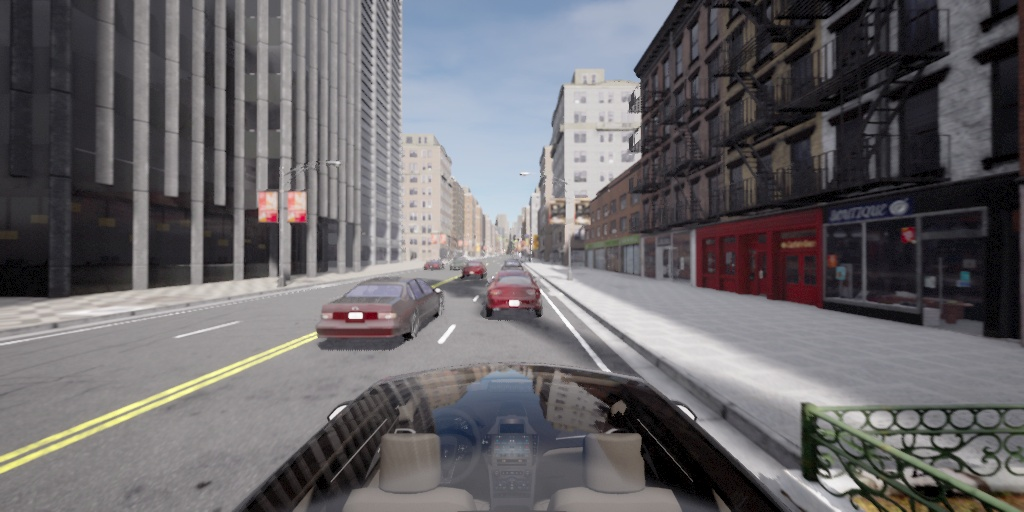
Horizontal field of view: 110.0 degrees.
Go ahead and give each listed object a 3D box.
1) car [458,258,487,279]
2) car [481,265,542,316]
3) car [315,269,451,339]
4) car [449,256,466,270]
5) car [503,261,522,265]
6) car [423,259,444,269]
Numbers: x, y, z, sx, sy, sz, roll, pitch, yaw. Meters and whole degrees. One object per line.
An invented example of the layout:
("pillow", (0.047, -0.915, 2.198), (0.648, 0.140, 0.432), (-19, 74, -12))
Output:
("car", (-3.201, 1.145, 30.871), (1.812, 1.442, 4.674), (0, 0, 0))
("car", (0.066, 1.228, 13.031), (1.812, 1.442, 4.674), (0, 0, 0))
("car", (-3.197, 1.264, 9.873), (2.033, 1.411, 5.357), (0, 0, 0))
("car", (-6.645, 0.895, 45.745), (2.097, 1.767, 4.553), (0, 0, 0))
("car", (0.043, 1.115, 29.879), (2.128, 1.511, 4.902), (0, 0, 0))
("car", (-9.894, 1.107, 45.689), (1.994, 1.385, 4.181), (0, 0, 0))
